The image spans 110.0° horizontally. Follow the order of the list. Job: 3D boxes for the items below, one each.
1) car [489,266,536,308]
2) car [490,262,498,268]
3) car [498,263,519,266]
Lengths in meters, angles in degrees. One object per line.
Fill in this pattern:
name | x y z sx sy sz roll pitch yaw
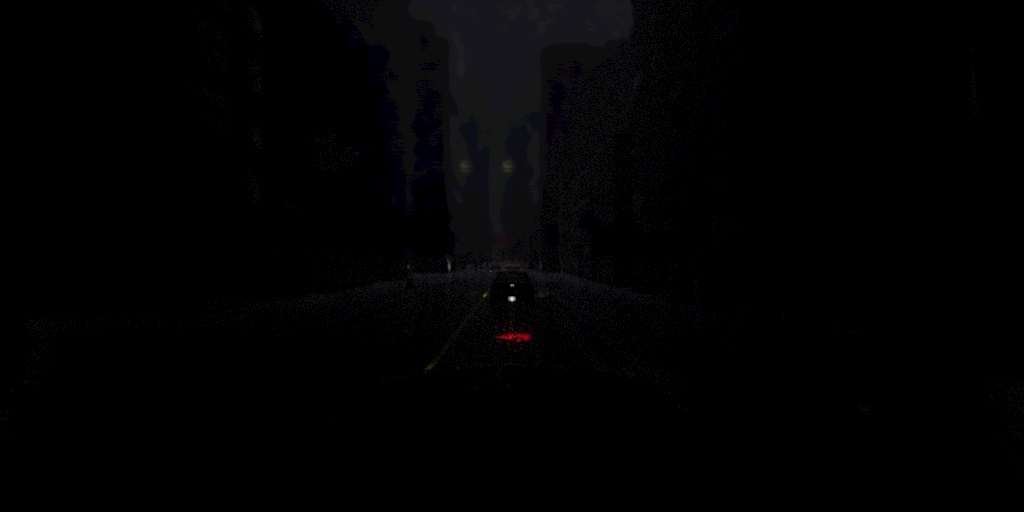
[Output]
car | 0.011 1.391 16.144 1.837 1.490 4.892 0 0 0
car | -2.978 1.868 65.190 1.812 1.442 4.674 0 -1 0
car | 0.020 1.502 31.312 1.882 1.535 5.008 0 0 0
